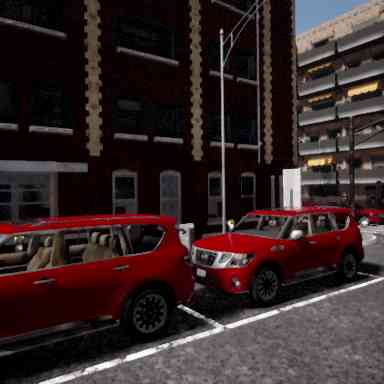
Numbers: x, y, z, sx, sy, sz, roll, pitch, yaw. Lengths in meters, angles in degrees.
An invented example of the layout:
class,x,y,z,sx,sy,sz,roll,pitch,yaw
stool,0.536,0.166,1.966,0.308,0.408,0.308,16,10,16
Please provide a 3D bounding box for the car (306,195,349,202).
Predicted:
class,x,y,z,sx,sy,sz,roll,pitch,yaw
car,12.633,1.234,31.616,2.192,1.841,5.009,-1,1,-35

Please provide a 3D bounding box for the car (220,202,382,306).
class,x,y,z,sx,sy,sz,roll,pitch,yaw
car,2.228,1.312,8.169,5.009,1.841,2.192,0,-1,-35

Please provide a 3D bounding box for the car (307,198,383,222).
class,x,y,z,sx,sy,sz,roll,pitch,yaw
car,11.199,1.436,23.814,1.882,1.535,5.008,-1,1,-35

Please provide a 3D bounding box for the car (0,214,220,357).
class,x,y,z,sx,sy,sz,roll,pitch,yaw
car,-2.270,1.312,4.962,5.009,1.841,2.192,0,-1,-35
